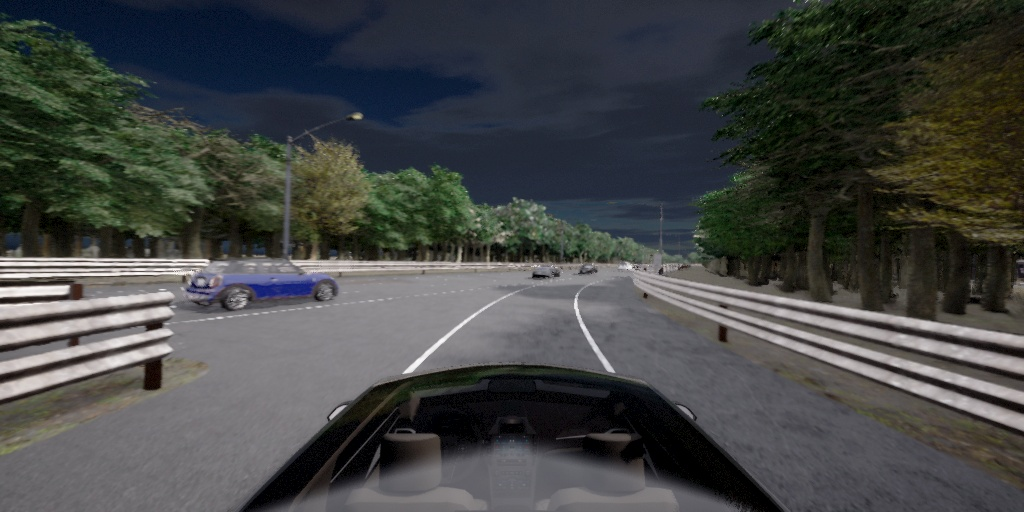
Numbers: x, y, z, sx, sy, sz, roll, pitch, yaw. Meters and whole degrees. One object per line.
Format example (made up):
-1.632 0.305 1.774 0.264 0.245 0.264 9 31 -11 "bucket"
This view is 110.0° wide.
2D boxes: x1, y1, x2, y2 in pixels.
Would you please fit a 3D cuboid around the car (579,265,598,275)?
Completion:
10.986 1.977 51.490 1.812 1.442 4.674 1 -1 27 "car"

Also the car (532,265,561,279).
3.661 1.671 37.271 1.994 1.385 4.181 1 -1 27 "car"

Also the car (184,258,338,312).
-8.773 0.879 13.125 2.097 1.767 4.553 1 -1 27 "car"
